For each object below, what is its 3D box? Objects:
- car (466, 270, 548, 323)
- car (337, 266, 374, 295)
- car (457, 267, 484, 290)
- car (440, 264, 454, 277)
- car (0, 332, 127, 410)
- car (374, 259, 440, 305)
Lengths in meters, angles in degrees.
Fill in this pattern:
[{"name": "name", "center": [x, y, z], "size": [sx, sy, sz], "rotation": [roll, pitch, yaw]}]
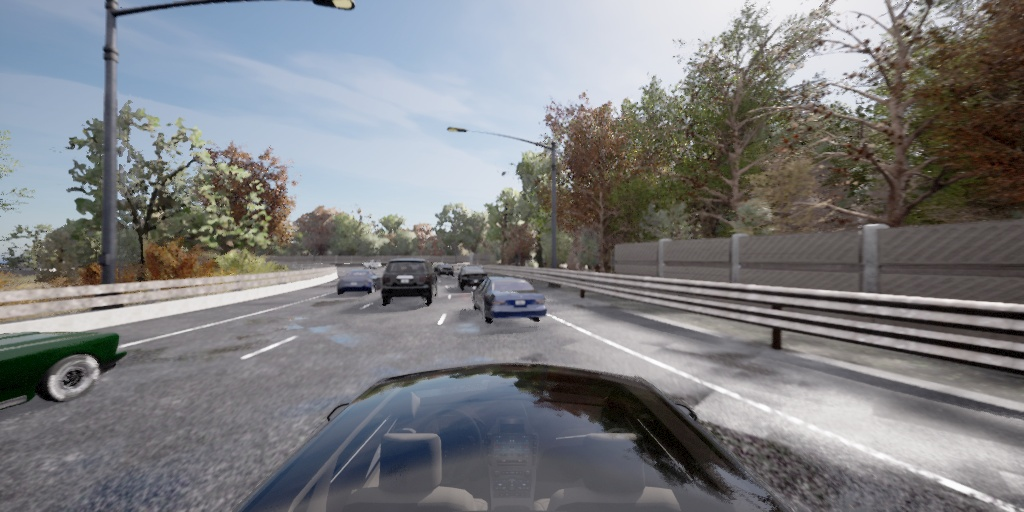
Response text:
[{"name": "car", "center": [-0.291, 1.416, 12.799], "size": [2.033, 1.411, 5.357], "rotation": [0, -1, -12]}, {"name": "car", "center": [-9.297, 1.553, 22.114], "size": [1.994, 1.385, 4.181], "rotation": [0, -1, -12]}, {"name": "car", "center": [-2.807, 1.485, 25.255], "size": [1.882, 1.535, 5.008], "rotation": [0, -1, -12]}, {"name": "car", "center": [-8.115, 1.707, 42.307], "size": [1.837, 1.490, 4.892], "rotation": [0, 0, -21]}, {"name": "car", "center": [-7.047, 1.387, 3.526], "size": [1.895, 1.301, 4.718], "rotation": [0, -1, -1]}, {"name": "car", "center": [-4.821, 1.150, 17.376], "size": [2.150, 2.045, 5.566], "rotation": [0, -1, -9]}]
